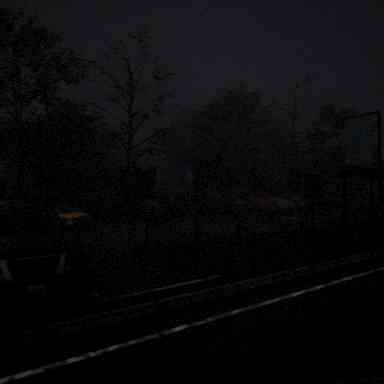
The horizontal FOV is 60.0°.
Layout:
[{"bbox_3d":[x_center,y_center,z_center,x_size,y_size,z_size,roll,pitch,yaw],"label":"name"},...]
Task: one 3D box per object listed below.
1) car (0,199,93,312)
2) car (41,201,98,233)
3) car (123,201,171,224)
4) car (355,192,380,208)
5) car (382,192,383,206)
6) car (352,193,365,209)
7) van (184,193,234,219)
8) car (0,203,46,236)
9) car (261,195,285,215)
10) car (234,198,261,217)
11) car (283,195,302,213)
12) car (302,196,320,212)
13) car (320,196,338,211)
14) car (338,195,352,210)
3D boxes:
[{"bbox_3d":[-4.122,1.227,7.632,2.435,2.045,5.566,-1,0,-36],"label":"car"},{"bbox_3d":[-7.825,1.430,20.868,1.946,1.575,5.366,-1,0,-36],"label":"car"},{"bbox_3d":[-3.399,1.409,24.224,2.163,1.488,4.792,-1,0,-36],"label":"car"},{"bbox_3d":[19.272,1.114,40.231,1.946,1.575,5.366,-1,0,-36],"label":"car"},{"bbox_3d":[21.406,1.122,42.021,2.163,1.488,4.792,-1,0,-36],"label":"car"},{"bbox_3d":[16.890,1.172,38.793,2.163,1.488,4.792,-1,0,-36],"label":"car"},{"bbox_3d":[1.030,1.099,27.567,1.878,1.987,4.442,-1,0,-36],"label":"van"},{"bbox_3d":[-10.208,1.490,19.430,2.163,1.488,4.792,-1,0,-36],"label":"car"},{"bbox_3d":[5.620,1.271,30.698,2.097,1.535,5.008,-1,0,-36],"label":"car"},{"bbox_3d":[3.359,1.338,29.085,2.002,1.452,4.674,-1,0,-36],"label":"car"},{"bbox_3d":[7.876,1.285,32.314,2.002,1.452,4.674,-1,0,-36],"label":"car"},{"bbox_3d":[10.114,1.094,33.954,2.185,1.767,4.553,-1,0,-36],"label":"car"},{"bbox_3d":[12.388,1.193,35.547,2.097,1.535,5.008,-1,0,-36],"label":"car"},{"bbox_3d":[14.653,1.169,37.151,2.231,1.521,4.892,-1,0,-36],"label":"car"}]
